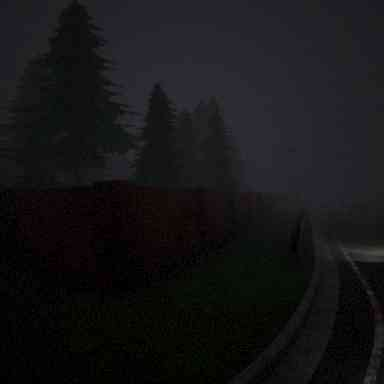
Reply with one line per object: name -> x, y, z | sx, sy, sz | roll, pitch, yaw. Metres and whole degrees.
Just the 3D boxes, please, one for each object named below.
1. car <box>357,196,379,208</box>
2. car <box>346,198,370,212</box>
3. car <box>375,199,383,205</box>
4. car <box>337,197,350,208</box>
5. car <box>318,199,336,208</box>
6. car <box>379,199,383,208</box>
car -> 31.880, 2.017, 60.412 | 2.097, 1.767, 4.553 | -1, -1, 19
car -> 24.055, 2.024, 48.324 | 1.882, 1.535, 5.008 | -1, -2, 19
car -> 46.696, 2.390, 81.937 | 2.128, 1.511, 4.902 | -1, -1, 19
car -> 28.591, 2.192, 61.602 | 1.882, 1.535, 5.008 | -1, -1, 19
car -> 24.782, 2.346, 61.285 | 1.895, 1.301, 4.718 | -1, -1, 19
car -> 35.128, 2.169, 59.082 | 1.994, 1.385, 4.181 | -1, -1, 19
